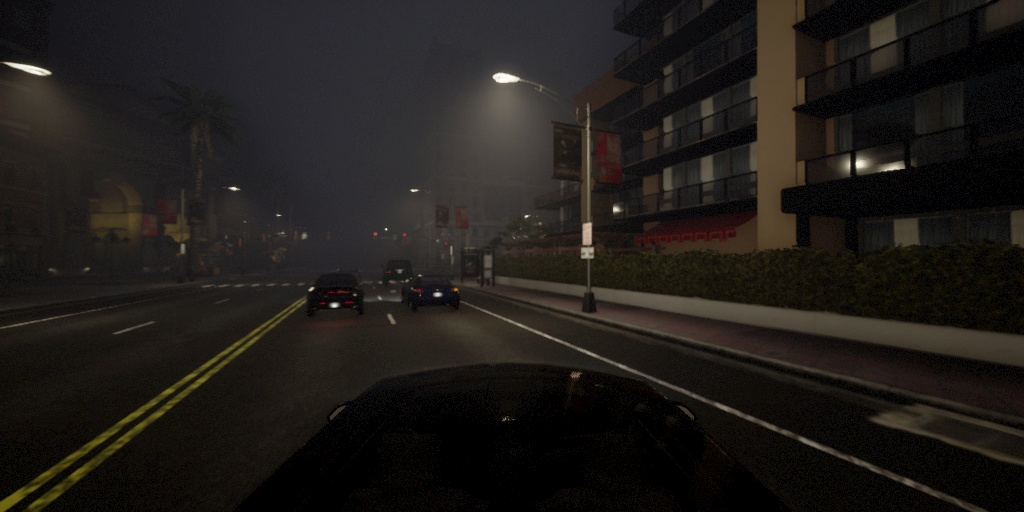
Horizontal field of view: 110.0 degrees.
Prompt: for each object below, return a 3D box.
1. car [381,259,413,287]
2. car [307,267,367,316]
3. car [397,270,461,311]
[{"bbox_3d":[-9.097,1.271,28.510,2.150,2.045,5.566,0,0,-21],"label":"car"},{"bbox_3d":[-6.844,1.392,14.202,1.837,1.490,4.892,0,0,-23],"label":"car"},{"bbox_3d":[-3.620,1.469,15.569,1.994,1.385,4.181,0,-1,-23],"label":"car"}]
